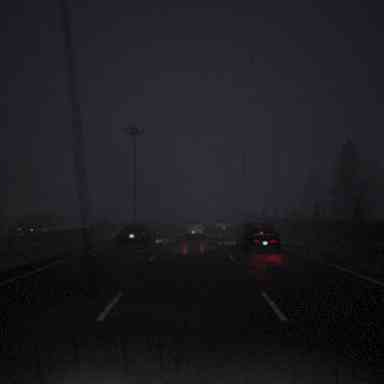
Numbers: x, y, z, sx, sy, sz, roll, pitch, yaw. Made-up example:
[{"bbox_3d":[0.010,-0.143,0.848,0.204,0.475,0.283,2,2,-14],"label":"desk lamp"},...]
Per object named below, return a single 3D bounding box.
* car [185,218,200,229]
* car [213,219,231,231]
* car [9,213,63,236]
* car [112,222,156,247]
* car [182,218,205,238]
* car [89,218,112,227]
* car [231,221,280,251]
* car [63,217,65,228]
[{"bbox_3d":[0.099,4.395,47.474,2.033,1.411,5.357,0,-4,0],"label":"car"},{"bbox_3d":[3.599,3.929,39.792,1.895,1.301,4.718,0,-4,0],"label":"car"},{"bbox_3d":[-14.039,2.879,29.873,2.150,2.045,5.566,0,-4,1],"label":"car"},{"bbox_3d":[-3.401,2.603,20.755,1.994,1.385,4.181,0,-4,0],"label":"car"},{"bbox_3d":[0.100,3.074,28.277,1.812,1.442,4.674,0,-4,0],"label":"car"},{"bbox_3d":[-10.513,3.762,38.703,1.837,1.490,4.892,0,-4,0],"label":"car"},{"bbox_3d":[3.599,2.408,18.780,1.837,1.490,4.892,0,-4,0],"label":"car"},{"bbox_3d":[-17.502,3.620,40.793,2.150,2.045,5.566,0,-4,0],"label":"car"}]
